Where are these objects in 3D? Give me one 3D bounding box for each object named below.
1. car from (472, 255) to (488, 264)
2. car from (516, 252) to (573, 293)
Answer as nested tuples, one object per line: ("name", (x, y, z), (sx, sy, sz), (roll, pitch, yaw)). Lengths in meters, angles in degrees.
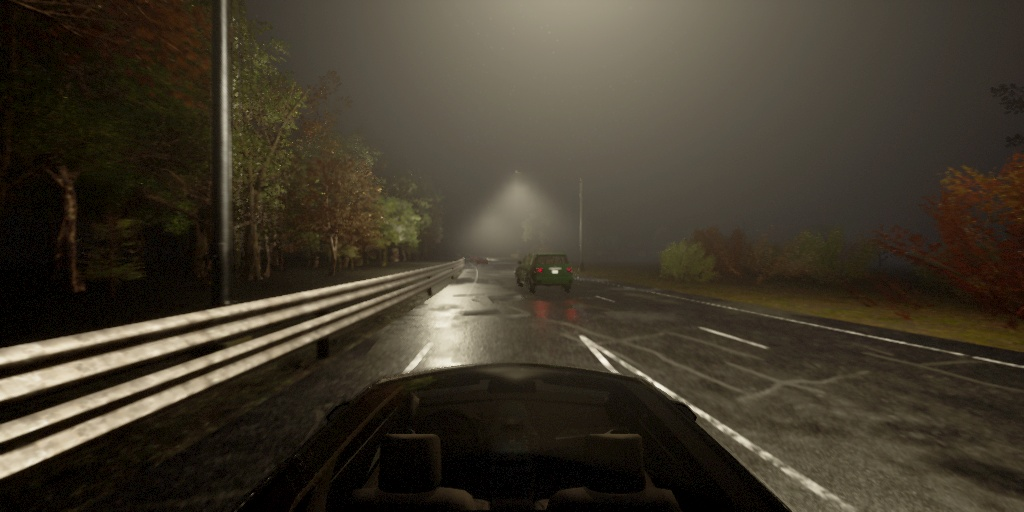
("car", (-5.436, 0.718, 63.526), (1.994, 1.385, 4.181), (0, 1, -9))
("car", (1.643, 0.826, 19.854), (2.150, 2.045, 5.566), (0, 1, -9))
